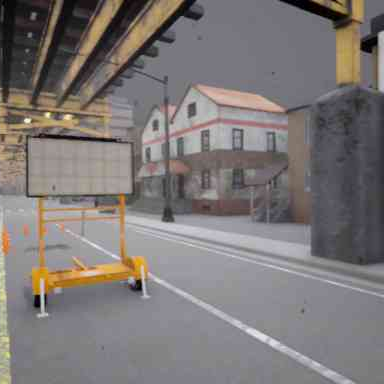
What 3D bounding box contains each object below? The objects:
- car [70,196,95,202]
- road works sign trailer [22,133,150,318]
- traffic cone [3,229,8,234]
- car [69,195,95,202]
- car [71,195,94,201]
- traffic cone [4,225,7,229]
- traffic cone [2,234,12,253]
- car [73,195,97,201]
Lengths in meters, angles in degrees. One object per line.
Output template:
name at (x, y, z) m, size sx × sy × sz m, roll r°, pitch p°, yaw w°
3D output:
car at (-22.196, 1.383, 68.921) m, size 2.038 × 1.542 × 4.974 m, roll 0°, pitch 1°, yaw 40°
road works sign trailer at (-2.581, 0.504, 7.827) m, size 2.380 × 3.560 × 2.880 m, roll -1°, pitch 0°, yaw -30°
traffic cone at (-8.313, 2.087, 14.888) m, size 0.340 × 0.580 × 0.340 m, roll -1°, pitch 0°, yaw -30°
car at (-23.976, 1.365, 72.694) m, size 4.974 × 1.542 × 2.038 m, roll -1°, pitch 1°, yaw -5°
car at (-23.925, 1.207, 72.697) m, size 4.536 × 1.218 × 1.853 m, roll -1°, pitch 1°, yaw -5°
traffic cone at (-9.305, 2.101, 16.625) m, size 0.340 × 0.580 × 0.340 m, roll -1°, pitch 0°, yaw -30°
traffic cone at (-7.322, 2.072, 13.152) m, size 0.340 × 0.580 × 0.340 m, roll -1°, pitch 0°, yaw -30°
car at (-22.165, 1.224, 68.959) m, size 1.853 × 1.218 × 4.536 m, roll 0°, pitch 1°, yaw 40°
